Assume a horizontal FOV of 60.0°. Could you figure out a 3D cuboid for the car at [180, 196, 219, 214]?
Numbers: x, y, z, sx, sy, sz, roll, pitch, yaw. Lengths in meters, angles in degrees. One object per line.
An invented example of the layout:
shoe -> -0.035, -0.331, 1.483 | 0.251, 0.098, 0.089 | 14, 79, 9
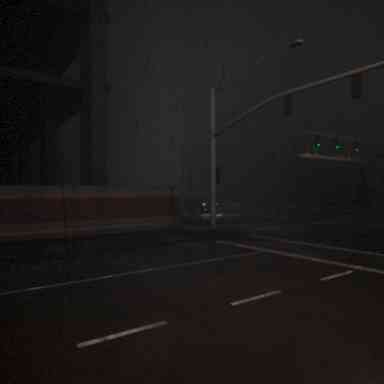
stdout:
car -> 0.754, 1.226, 34.196 | 2.097, 1.767, 4.553 | 0, 0, -36
